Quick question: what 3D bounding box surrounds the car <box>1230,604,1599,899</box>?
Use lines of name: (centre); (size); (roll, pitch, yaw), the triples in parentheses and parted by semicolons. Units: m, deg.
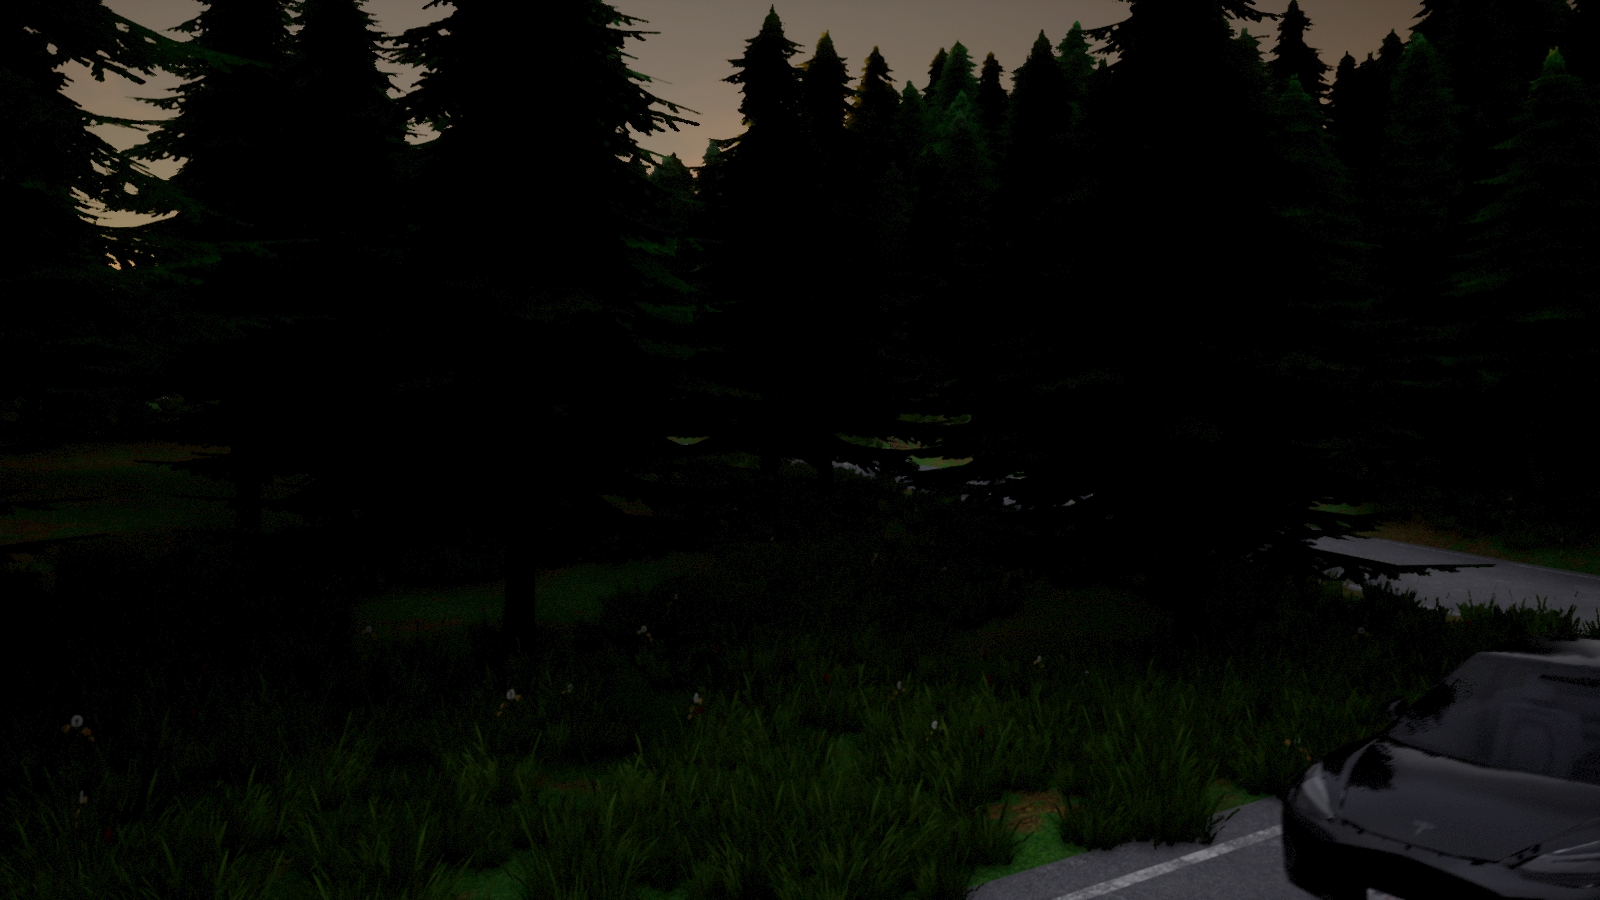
car: (5.202, 2.044, 7.376); (4.792, 1.488, 2.163); (0, 0, -34)
